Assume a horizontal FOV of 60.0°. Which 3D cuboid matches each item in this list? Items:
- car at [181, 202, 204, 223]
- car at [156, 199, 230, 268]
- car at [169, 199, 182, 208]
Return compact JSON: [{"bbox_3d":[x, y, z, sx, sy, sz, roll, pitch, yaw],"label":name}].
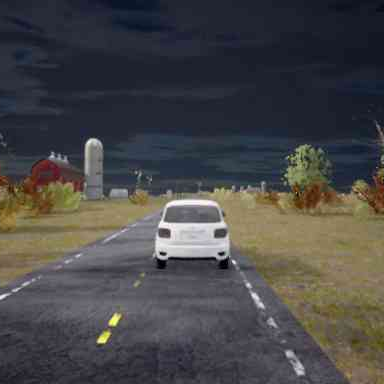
[{"bbox_3d":[0.057,1.672,28.366,1.812,1.442,4.674,0,0,1],"label":"car"},{"bbox_3d":[0.034,1.282,11.602,2.150,2.045,5.566,0,0,1],"label":"car"},{"bbox_3d":[-2.801,1.864,56.159,1.994,1.385,4.181,0,0,0],"label":"car"}]
